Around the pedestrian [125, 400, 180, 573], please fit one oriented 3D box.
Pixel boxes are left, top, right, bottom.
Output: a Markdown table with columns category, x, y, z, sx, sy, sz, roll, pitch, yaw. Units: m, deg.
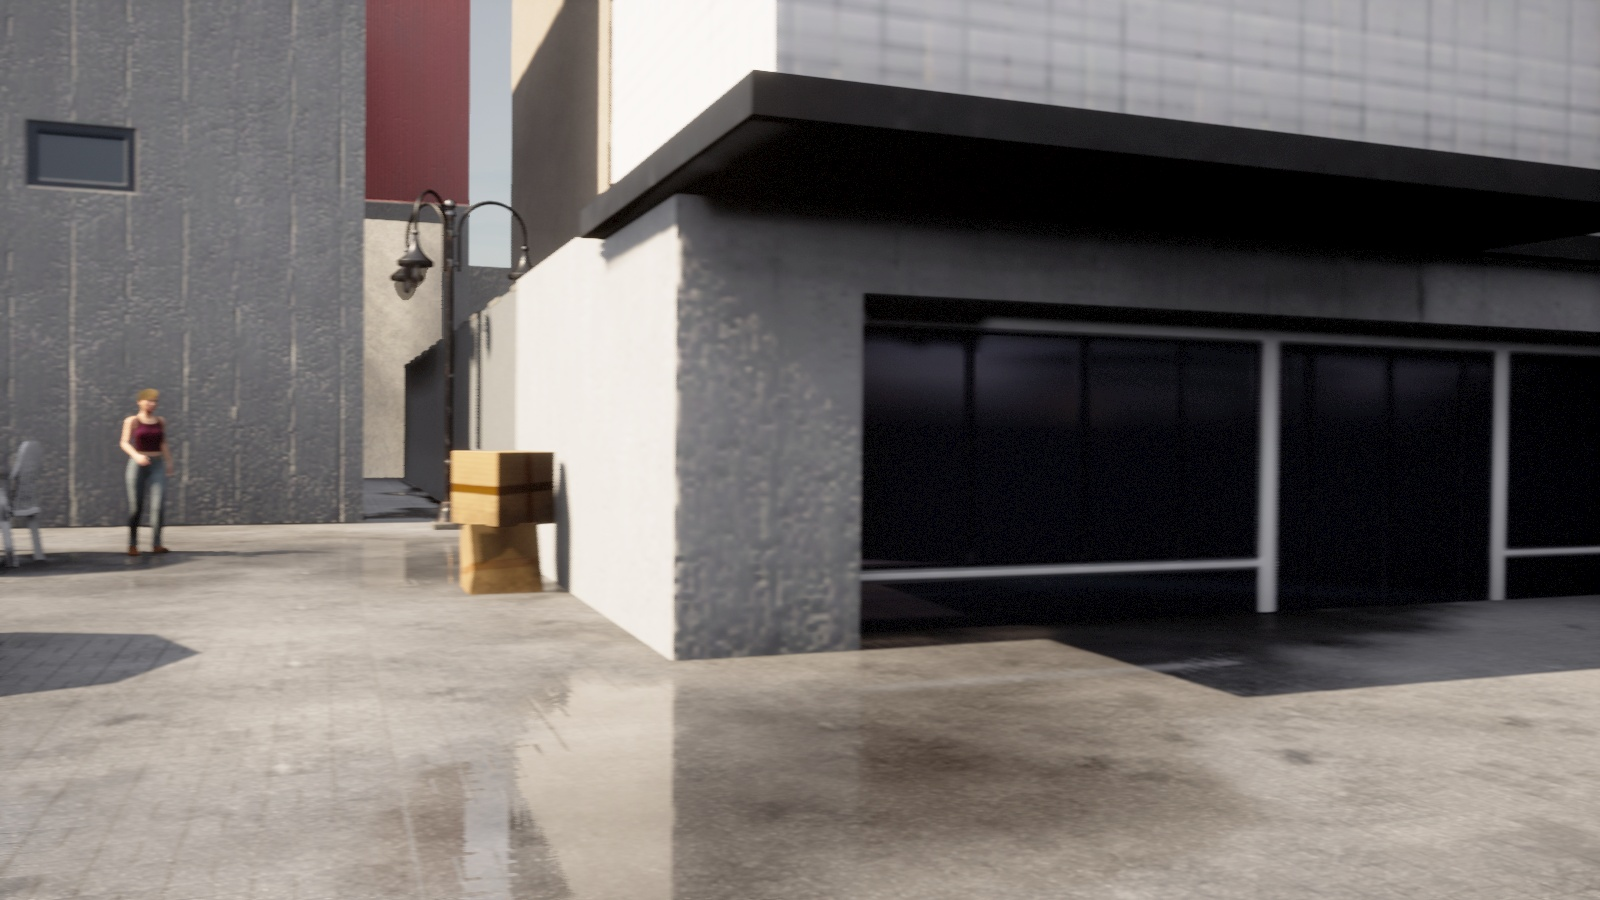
| category | x | y | z | sx | sy | sz | roll | pitch | yaw |
| --- | --- | --- | --- | --- | --- | --- | --- | --- | --- |
| pedestrian | -7.049 | 0.382 | 13.673 | 0.345 | 1.836 | 0.594 | -2 | 1 | -44 |
